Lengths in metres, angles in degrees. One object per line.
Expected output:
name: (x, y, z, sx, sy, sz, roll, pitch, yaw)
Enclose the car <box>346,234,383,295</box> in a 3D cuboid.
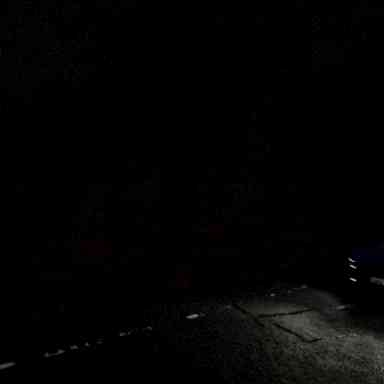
car: (5.744, 1.520, 8.116, 5.008, 1.535, 1.882, 0, 0, -36)
